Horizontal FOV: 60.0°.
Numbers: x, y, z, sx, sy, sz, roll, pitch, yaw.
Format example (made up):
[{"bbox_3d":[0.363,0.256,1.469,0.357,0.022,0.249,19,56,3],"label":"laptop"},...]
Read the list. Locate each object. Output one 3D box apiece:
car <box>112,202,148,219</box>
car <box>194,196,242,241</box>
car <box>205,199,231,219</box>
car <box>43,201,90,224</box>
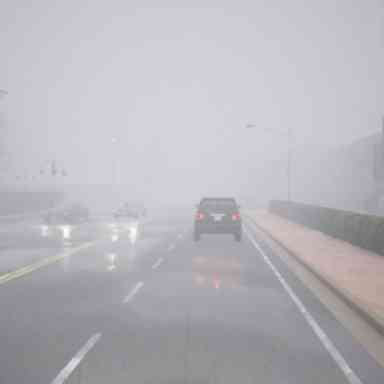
[{"bbox_3d":[-5.059,1.507,27.707,1.895,1.301,4.718,1,0,5],"label":"car"},{"bbox_3d":[1.292,1.208,16.761,2.150,2.045,5.566,1,0,4],"label":"car"},{"bbox_3d":[2.301,1.464,30.027,2.128,1.511,4.902,1,0,4],"label":"car"},{"bbox_3d":[-8.872,1.402,24.010,1.812,1.442,4.674,1,0,4],"label":"car"}]
